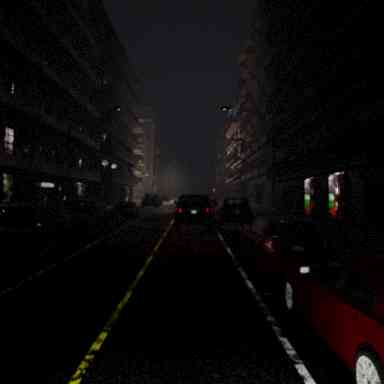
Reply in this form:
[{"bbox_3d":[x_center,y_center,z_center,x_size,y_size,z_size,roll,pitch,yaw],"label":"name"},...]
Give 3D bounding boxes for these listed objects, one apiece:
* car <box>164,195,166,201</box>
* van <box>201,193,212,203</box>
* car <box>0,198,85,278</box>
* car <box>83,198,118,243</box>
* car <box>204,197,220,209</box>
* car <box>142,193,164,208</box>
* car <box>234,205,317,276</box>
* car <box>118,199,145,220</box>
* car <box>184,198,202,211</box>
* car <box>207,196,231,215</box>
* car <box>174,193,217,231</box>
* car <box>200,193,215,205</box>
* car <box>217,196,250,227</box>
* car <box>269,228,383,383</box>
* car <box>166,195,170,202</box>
[{"bbox_3d":[-5.304,1.312,48.866,1.887,1.381,4.507,1,0,0],"label":"car"},{"bbox_3d":[2.545,1.076,59.874,1.690,1.788,3.998,1,0,0],"label":"van"},{"bbox_3d":[-5.293,1.257,10.152,2.192,1.841,5.009,1,0,0],"label":"car"},{"bbox_3d":[-5.294,1.227,15.681,2.192,1.841,5.009,1,0,0],"label":"car"},{"bbox_3d":[2.543,1.368,43.281,1.802,1.307,4.206,1,0,0],"label":"car"},{"bbox_3d":[-5.298,1.102,43.334,2.192,1.841,5.009,1,0,0],"label":"car"},{"bbox_3d":[2.592,1.382,10.093,1.967,1.590,4.097,1,0,0],"label":"car"},{"bbox_3d":[-5.301,1.421,26.745,1.947,1.339,4.313,1,0,0],"label":"car"},{"bbox_3d":[0.091,1.407,38.007,1.895,1.301,4.718,0,0,0],"label":"car"},{"bbox_3d":[2.547,1.271,32.218,1.967,1.590,4.097,1,0,0],"label":"car"},{"bbox_3d":[0.098,1.111,19.860,2.150,2.045,5.566,0,0,0],"label":"car"},{"bbox_3d":[2.547,1.065,54.342,2.192,1.841,5.009,1,0,0],"label":"car"},{"bbox_3d":[2.552,1.197,21.154,2.192,1.841,5.009,1,0,0],"label":"car"},{"bbox_3d":[2.582,1.517,4.562,1.887,1.381,4.507,1,0,0],"label":"car"},{"bbox_3d":[-5.307,1.304,65.460,1.802,1.307,4.206,1,0,0],"label":"car"}]
